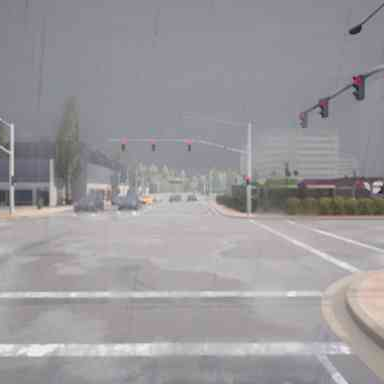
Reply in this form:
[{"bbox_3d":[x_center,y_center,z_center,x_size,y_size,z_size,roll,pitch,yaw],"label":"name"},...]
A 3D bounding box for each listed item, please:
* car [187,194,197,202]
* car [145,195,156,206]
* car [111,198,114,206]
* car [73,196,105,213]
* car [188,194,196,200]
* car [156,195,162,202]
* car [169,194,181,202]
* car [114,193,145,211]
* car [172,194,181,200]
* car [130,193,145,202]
[{"bbox_3d":[0.000,1.191,65.563,2.128,1.511,4.902,0,0,0],"label":"car"},{"bbox_3d":[-7.077,1.248,50.195,1.882,1.535,5.008,0,1,0],"label":"car"},{"bbox_3d":[-10.580,1.267,48.873,2.128,1.511,4.902,0,0,0],"label":"car"},{"bbox_3d":[-10.609,1.195,34.481,2.097,1.767,4.553,0,0,1],"label":"car"},{"bbox_3d":[0.000,1.121,75.868,1.895,1.301,4.718,0,0,0],"label":"car"},{"bbox_3d":[-7.018,1.229,64.937,1.812,1.442,4.674,0,1,1],"label":"car"},{"bbox_3d":[-3.500,1.247,65.563,2.033,1.411,5.357,0,0,0],"label":"car"},{"bbox_3d":[-7.086,1.178,38.103,2.097,1.767,4.553,0,0,0],"label":"car"},{"bbox_3d":[-3.500,1.078,75.836,1.994,1.385,4.181,0,0,0],"label":"car"},{"bbox_3d":[-10.526,1.058,64.304,2.097,1.767,4.553,0,0,1],"label":"car"}]
